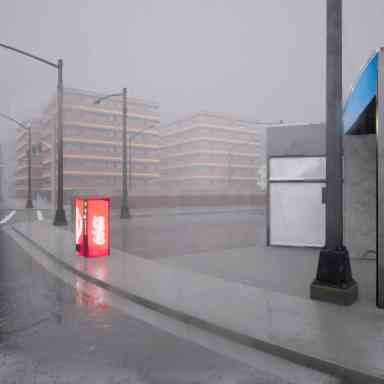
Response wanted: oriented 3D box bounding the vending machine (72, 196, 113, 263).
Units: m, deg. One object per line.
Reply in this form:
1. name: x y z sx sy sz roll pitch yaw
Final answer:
1. vending machine: -3.349 1.195 11.238 1.100 2.100 0.880 0 0 -36
